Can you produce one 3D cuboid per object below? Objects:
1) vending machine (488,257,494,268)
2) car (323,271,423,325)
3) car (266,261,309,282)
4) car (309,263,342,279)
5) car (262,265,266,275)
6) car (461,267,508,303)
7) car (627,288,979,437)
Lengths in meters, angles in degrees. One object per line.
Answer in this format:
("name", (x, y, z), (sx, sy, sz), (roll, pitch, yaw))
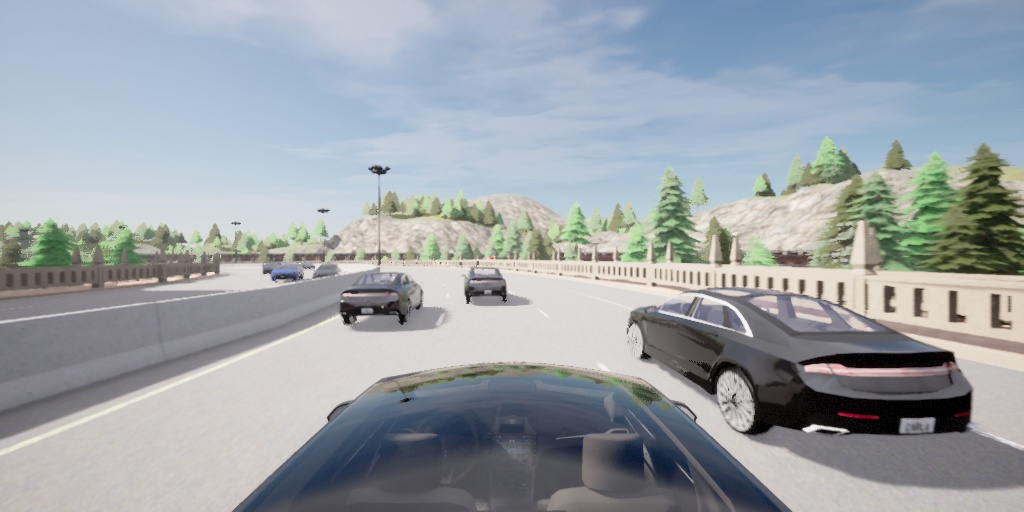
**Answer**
("vending machine", (-3.302, 1.137, 56.816), (1.100, 2.100, 0.880), (0, 0, -29))
("car", (-4.194, 1.286, 12.141), (2.128, 1.511, 4.902), (0, 0, -6))
("car", (-19.895, 1.451, 31.986), (1.882, 1.535, 5.008), (0, 0, -21))
("car", (-15.755, 1.441, 30.814), (1.837, 1.490, 4.892), (0, 0, -20))
("car", (-30.587, 1.623, 45.819), (1.882, 1.535, 5.008), (0, -1, -32))
("car", (-1.372, 1.285, 17.189), (2.128, 1.511, 4.902), (0, 0, -9))
("car", (3.338, 1.232, 5.472), (2.128, 1.511, 4.902), (0, 0, -3))
